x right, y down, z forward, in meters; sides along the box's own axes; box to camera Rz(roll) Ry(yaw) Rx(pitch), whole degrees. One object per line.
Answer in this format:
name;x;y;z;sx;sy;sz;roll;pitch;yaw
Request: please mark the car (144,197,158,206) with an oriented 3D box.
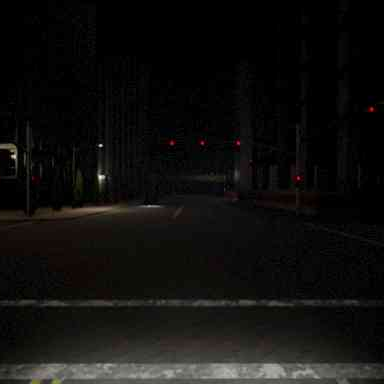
car;-6.681;1.544;54.604;1.994;1.385;4.181;0;0;0
